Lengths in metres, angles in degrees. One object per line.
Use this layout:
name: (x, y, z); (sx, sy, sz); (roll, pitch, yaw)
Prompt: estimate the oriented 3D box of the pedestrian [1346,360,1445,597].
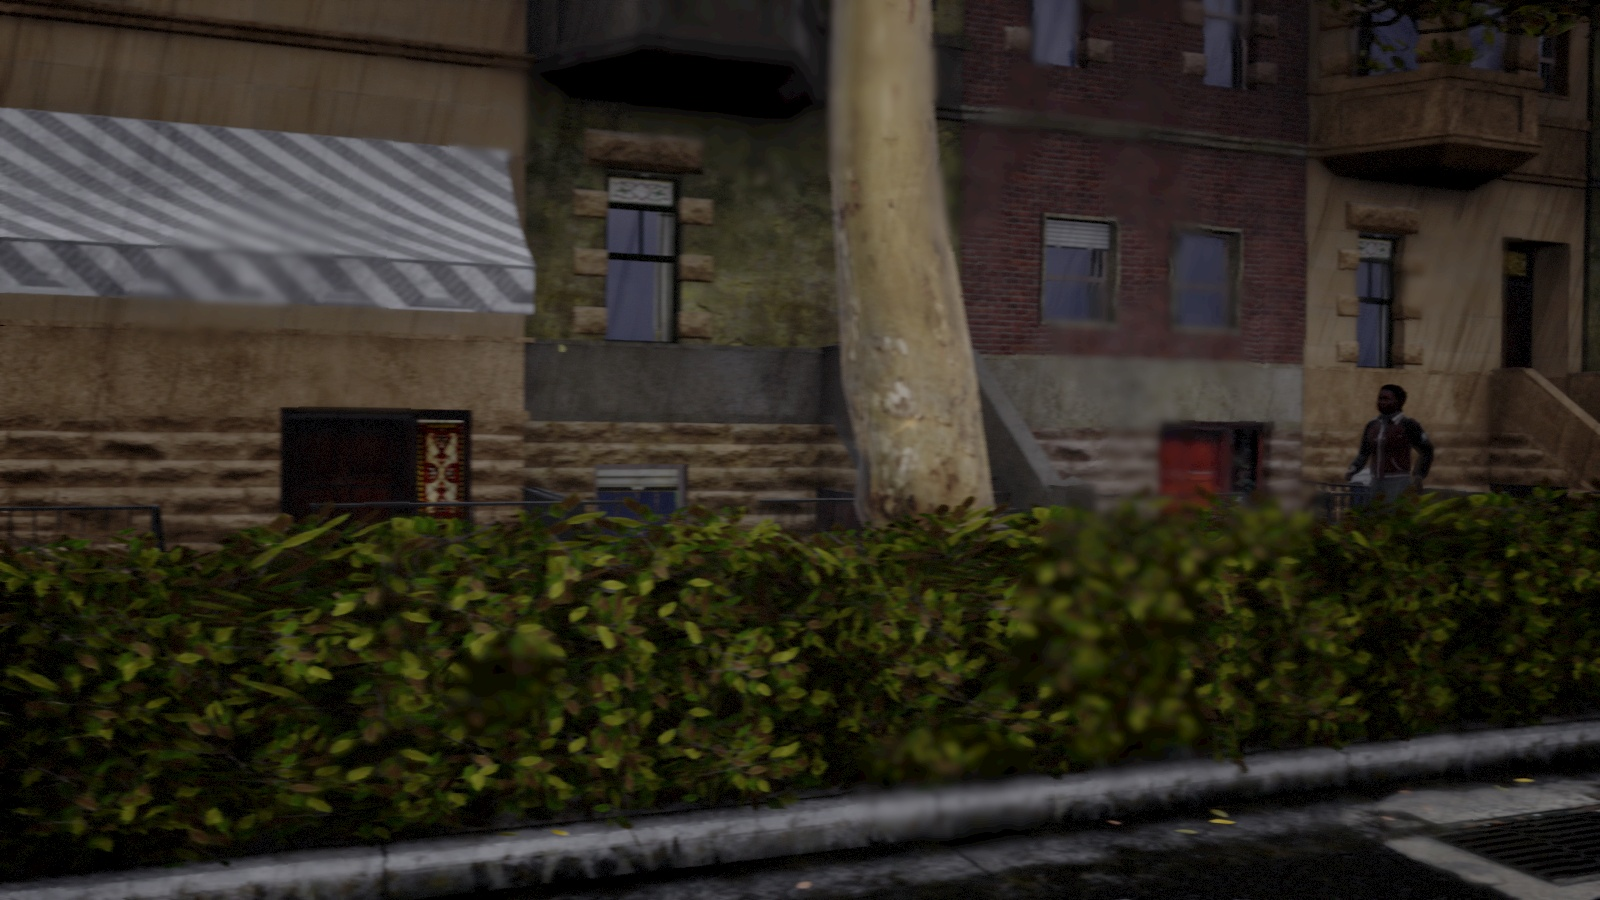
pedestrian: (4.990, 0.229, 10.530); (0.666, 1.930, 0.402); (-1, 1, -23)
